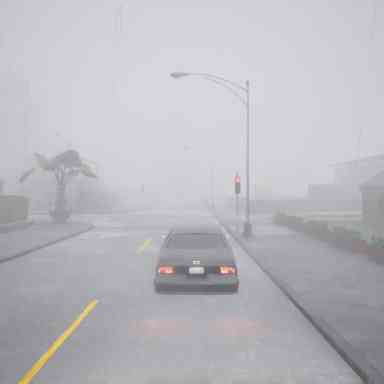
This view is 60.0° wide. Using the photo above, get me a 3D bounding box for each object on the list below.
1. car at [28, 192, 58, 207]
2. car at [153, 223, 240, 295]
[{"bbox_3d":[-19.744,0.985,43.924,1.905,1.878,3.866,0,0,35],"label":"car"},{"bbox_3d":[0.100,1.547,8.879,2.033,1.411,5.357,0,0,0],"label":"car"}]
